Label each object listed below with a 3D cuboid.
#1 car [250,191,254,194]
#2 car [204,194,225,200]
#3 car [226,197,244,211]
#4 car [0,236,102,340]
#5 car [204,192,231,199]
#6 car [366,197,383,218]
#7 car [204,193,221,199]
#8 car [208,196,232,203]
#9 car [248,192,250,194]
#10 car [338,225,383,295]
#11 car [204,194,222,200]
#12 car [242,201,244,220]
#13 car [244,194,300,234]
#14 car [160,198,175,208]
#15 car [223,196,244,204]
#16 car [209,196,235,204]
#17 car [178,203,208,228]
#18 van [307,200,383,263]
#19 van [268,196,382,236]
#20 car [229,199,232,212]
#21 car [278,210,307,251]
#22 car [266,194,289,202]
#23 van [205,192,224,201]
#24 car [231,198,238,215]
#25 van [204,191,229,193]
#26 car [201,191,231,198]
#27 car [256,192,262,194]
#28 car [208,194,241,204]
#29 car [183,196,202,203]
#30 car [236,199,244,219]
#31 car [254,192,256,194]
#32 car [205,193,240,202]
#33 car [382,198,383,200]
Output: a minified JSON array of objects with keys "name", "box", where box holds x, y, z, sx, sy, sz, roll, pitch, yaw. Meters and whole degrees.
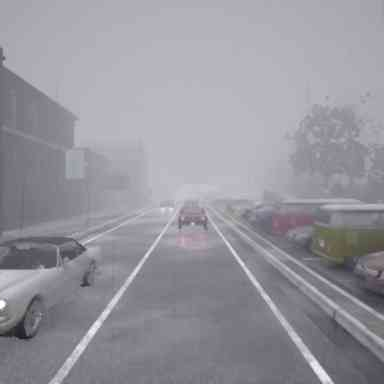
[{"name":"car","box":[18.690,1.144,89.459,4.553,1.767,2.185,0,0,0]},{"name":"car","box":[5.777,1.287,86.605,5.366,1.575,1.946,0,0,0]},{"name":"car","box":[6.017,1.508,32.754,4.674,1.452,2.002,0,0,0]},{"name":"car","box":[-3.359,1.649,6.739,1.895,1.301,4.718,0,0,0]},{"name":"car","box":[5.647,1.390,72.689,4.892,1.521,2.231,0,0,0]},{"name":"car","box":[18.567,1.356,29.985,4.553,1.767,2.185,0,0,0]},{"name":"car","box":[5.536,1.123,92.171,4.553,1.767,2.185,0,0,0]},{"name":"car","box":[5.681,1.468,67.123,4.674,1.452,2.002,0,0,0]},{"name":"car","box":[18.653,1.250,92.245,4.892,1.521,2.231,0,0,0]},{"name":"car","box":[6.062,1.610,7.310,4.674,1.452,2.002,0,-1,0]},{"name":"car","box":[5.585,1.270,89.387,4.892,1.521,2.231,0,0,0]},{"name":"car","box":[6.040,1.525,21.451,5.008,1.535,2.097,0,0,0]},{"name":"car","box":[6.011,1.289,18.624,5.566,2.045,2.435,0,0,0]},{"name":"car","box":[-3.574,1.571,48.591,1.994,1.385,4.181,0,0,0]},{"name":"car","box":[6.038,1.483,35.581,4.792,1.488,2.163,0,0,0]},{"name":"car","box":[5.720,1.477,64.339,4.792,1.488,2.163,0,0,0]},{"name":"car","box":[0.037,1.678,22.828,1.895,1.301,4.718,0,0,0]},{"name":"van","box":[6.171,1.353,10.268,4.442,1.987,1.878,0,0,0]},{"name":"van","box":[6.161,1.329,15.799,4.442,1.987,1.878,0,0,0]},{"name":"car","box":[6.022,1.522,29.929,4.674,1.452,2.002,0,0,0]},{"name":"car","box":[6.052,1.609,12.975,4.674,1.452,2.002,0,0,0]},{"name":"car","box":[18.702,1.263,72.750,4.553,1.767,2.185,0,0,0]},{"name":"van","box":[5.500,1.104,81.036,4.442,1.987,1.878,0,0,0]},{"name":"car","box":[6.210,1.494,27.103,5.366,1.575,1.946,0,0,0]},{"name":"van","box":[5.524,1.142,75.594,4.442,1.987,1.878,0,0,0]},{"name":"car","box":[5.600,1.098,78.253,5.566,2.045,2.435,0,0,0]},{"name":"car","box":[18.701,1.330,81.105,5.008,1.535,2.097,0,0,0]},{"name":"car","box":[5.730,1.525,58.915,4.674,1.452,2.002,1,0,0]},{"name":"car","box":[-0.088,1.535,41.453,2.128,1.511,4.902,0,0,0]},{"name":"car","box":[6.024,1.511,24.276,5.008,1.535,2.097,0,0,0]},{"name":"car","box":[18.654,1.340,83.891,4.792,1.488,2.163,0,0,0]},{"name":"car","box":[5.518,1.464,61.555,5.366,1.575,1.946,0,0,0]},{"name":"car","box":[18.598,1.495,27.287,5.008,1.535,2.097,0,0,0]}]
